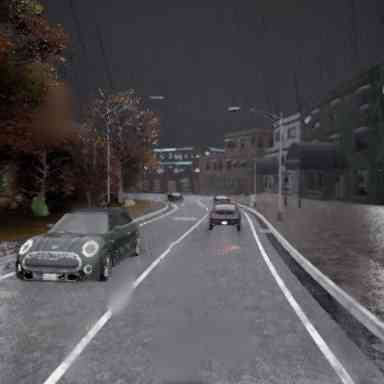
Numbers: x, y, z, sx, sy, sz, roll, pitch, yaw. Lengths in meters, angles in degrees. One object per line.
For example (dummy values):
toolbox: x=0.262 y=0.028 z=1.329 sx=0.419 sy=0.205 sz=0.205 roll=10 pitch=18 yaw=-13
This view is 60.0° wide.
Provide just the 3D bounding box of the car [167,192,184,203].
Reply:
car: x=-2.672 y=0.818 z=53.231 sx=1.882 sy=1.535 sz=5.008 roll=-1 pitch=1 yaw=-17

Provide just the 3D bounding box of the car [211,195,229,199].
car: x=3.331 y=1.110 z=39.053 sx=1.882 sy=1.535 sz=5.008 roll=0 pitch=1 yaw=-1

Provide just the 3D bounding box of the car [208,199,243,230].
car: x=2.060 y=1.401 z=20.441 sx=1.837 sy=1.490 sz=4.892 roll=1 pitch=1 yaw=7

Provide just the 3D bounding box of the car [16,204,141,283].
car: x=-2.962 y=1.293 z=9.664 sx=2.097 sy=1.767 sz=4.553 roll=1 pitch=0 yaw=6
